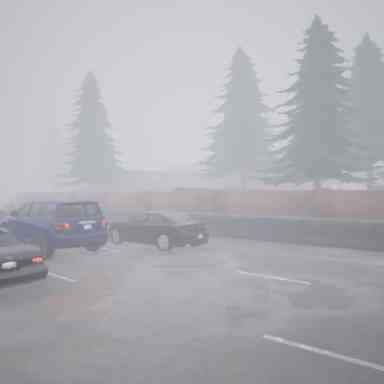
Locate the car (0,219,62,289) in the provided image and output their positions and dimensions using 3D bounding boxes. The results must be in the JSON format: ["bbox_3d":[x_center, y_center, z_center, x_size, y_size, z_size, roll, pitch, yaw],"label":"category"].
[{"bbox_3d":[-5.739,1.593,8.643,5.357,1.411,2.033,0,0,41],"label":"car"}]

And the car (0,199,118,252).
[{"bbox_3d":[-5.567,1.286,13.151,5.566,2.045,2.150,0,0,42],"label":"car"}]

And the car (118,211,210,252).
[{"bbox_3d":[-1.554,1.538,14.281,5.008,1.535,1.882,0,0,41],"label":"car"}]
